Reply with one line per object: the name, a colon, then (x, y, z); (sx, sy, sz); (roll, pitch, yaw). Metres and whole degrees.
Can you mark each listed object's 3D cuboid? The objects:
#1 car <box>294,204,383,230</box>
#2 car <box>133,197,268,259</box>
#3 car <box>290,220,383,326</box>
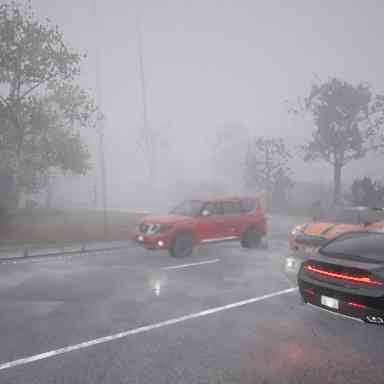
car: (5.734, 1.352, 12.336); (4.553, 1.767, 2.097); (0, 0, -35)
car: (0.513, 1.221, 12.933); (5.566, 2.045, 2.150); (0, 0, -35)
car: (4.172, 1.505, 6.694); (4.892, 1.490, 1.837); (0, 0, -35)
